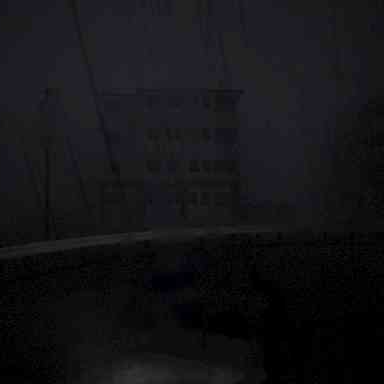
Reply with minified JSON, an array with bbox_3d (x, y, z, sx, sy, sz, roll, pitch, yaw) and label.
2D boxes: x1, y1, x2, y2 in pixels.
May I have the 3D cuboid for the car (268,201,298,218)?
[{"bbox_3d":[9.998,1.810,36.153,2.038,1.542,4.974,0,0,28],"label":"car"}]

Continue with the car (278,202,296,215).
[{"bbox_3d":[9.974,1.652,36.108,1.853,1.218,4.536,0,0,28],"label":"car"}]

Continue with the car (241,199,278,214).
[{"bbox_3d":[7.192,1.561,36.413,3.633,1.501,1.845,0,0,10],"label":"car"}]
